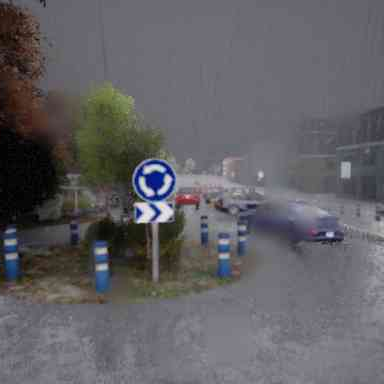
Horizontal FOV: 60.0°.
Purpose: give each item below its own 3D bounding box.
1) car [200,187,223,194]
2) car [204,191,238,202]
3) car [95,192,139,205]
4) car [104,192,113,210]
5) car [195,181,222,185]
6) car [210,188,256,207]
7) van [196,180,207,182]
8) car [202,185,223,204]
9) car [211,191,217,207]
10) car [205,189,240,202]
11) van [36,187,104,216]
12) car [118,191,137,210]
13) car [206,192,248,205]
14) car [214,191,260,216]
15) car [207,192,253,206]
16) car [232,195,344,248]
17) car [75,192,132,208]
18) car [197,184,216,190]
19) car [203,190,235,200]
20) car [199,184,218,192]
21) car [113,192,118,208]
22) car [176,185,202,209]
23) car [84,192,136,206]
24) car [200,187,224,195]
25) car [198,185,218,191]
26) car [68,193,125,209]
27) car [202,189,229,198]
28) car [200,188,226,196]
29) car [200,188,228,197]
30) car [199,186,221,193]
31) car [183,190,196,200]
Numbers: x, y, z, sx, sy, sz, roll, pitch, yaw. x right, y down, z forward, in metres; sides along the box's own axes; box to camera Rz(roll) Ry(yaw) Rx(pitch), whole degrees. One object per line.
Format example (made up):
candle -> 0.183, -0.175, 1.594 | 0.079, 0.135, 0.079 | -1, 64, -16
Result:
car -> 4.069, -0.293, 70.683 | 4.674, 1.452, 2.002 | 0, 3, 0
car -> 4.150, 0.578, 48.405 | 4.792, 1.488, 2.163 | 0, 2, 0
car -> -8.909, 0.760, 39.824 | 4.792, 1.488, 2.163 | 0, 1, 0
car -> -8.906, 0.881, 25.883 | 4.674, 1.452, 2.002 | 0, 0, 0
car -> 4.031, -0.727, 73.447 | 5.566, 2.045, 2.435 | 0, 3, 0
car -> 4.138, 0.721, 28.895 | 4.553, 1.767, 2.185 | 0, 0, 0
van -> 3.909, -1.419, 87.346 | 4.442, 1.987, 1.878 | 0, 3, 0
car -> 4.127, 0.560, 34.466 | 5.566, 2.045, 2.435 | 0, 1, 0
car -> 4.147, 0.881, 26.109 | 4.792, 1.488, 2.163 | 0, 0, 0
car -> 4.159, 0.495, 45.614 | 4.553, 1.767, 2.185 | 0, 1, 0
van -> -8.770, 0.622, 23.210 | 4.442, 1.987, 1.878 | 1, 0, 0
car -> -3.961, 0.589, 26.091 | 2.150, 2.045, 5.566 | 0, 0, 0
car -> 4.171, 0.768, 40.037 | 4.792, 1.488, 2.163 | 0, 1, 0
car -> 4.212, 0.886, 23.325 | 4.792, 1.488, 2.163 | 0, 0, 0
car -> 4.155, 0.781, 37.258 | 4.892, 1.521, 2.231 | 0, 1, 0
car -> 3.432, 1.049, 12.288 | 1.812, 1.442, 4.674 | 0, 2, -19
car -> -9.110, 0.798, 34.372 | 5.366, 1.575, 1.946 | 0, 1, 0
car -> 4.013, -1.338, 90.138 | 5.008, 1.535, 2.097 | 0, 3, 0
car -> 4.085, 0.497, 51.191 | 4.792, 1.488, 2.163 | 0, 2, 0
car -> 4.071, -1.025, 81.667 | 4.553, 1.767, 2.185 | 0, 3, 0
car -> -8.913, 0.876, 28.668 | 4.674, 1.452, 2.002 | 0, 0, 0
car -> -0.350, 0.563, 32.829 | 2.150, 2.045, 5.566 | 0, 0, 1
car -> -9.117, 0.767, 37.167 | 5.366, 1.575, 1.946 | 0, 1, 0
car -> 4.102, -0.165, 67.900 | 4.792, 1.488, 2.163 | 0, 3, 0
car -> 4.026, -1.048, 84.578 | 4.892, 1.521, 2.231 | 0, 3, 0
car -> -8.946, 0.853, 31.580 | 4.792, 1.488, 2.163 | 0, 0, 0
car -> 4.091, 0.214, 59.542 | 4.674, 1.452, 2.002 | 0, 2, 0
car -> 4.085, -0.063, 65.114 | 5.008, 1.535, 2.097 | 0, 3, 0
car -> 4.093, 0.059, 62.328 | 5.008, 1.535, 2.097 | 0, 2, 0
car -> 4.058, -0.620, 76.240 | 5.008, 1.535, 2.097 | 0, 3, 0
car -> -0.419, 0.401, 55.148 | 2.033, 1.411, 5.357 | 0, 2, 0
